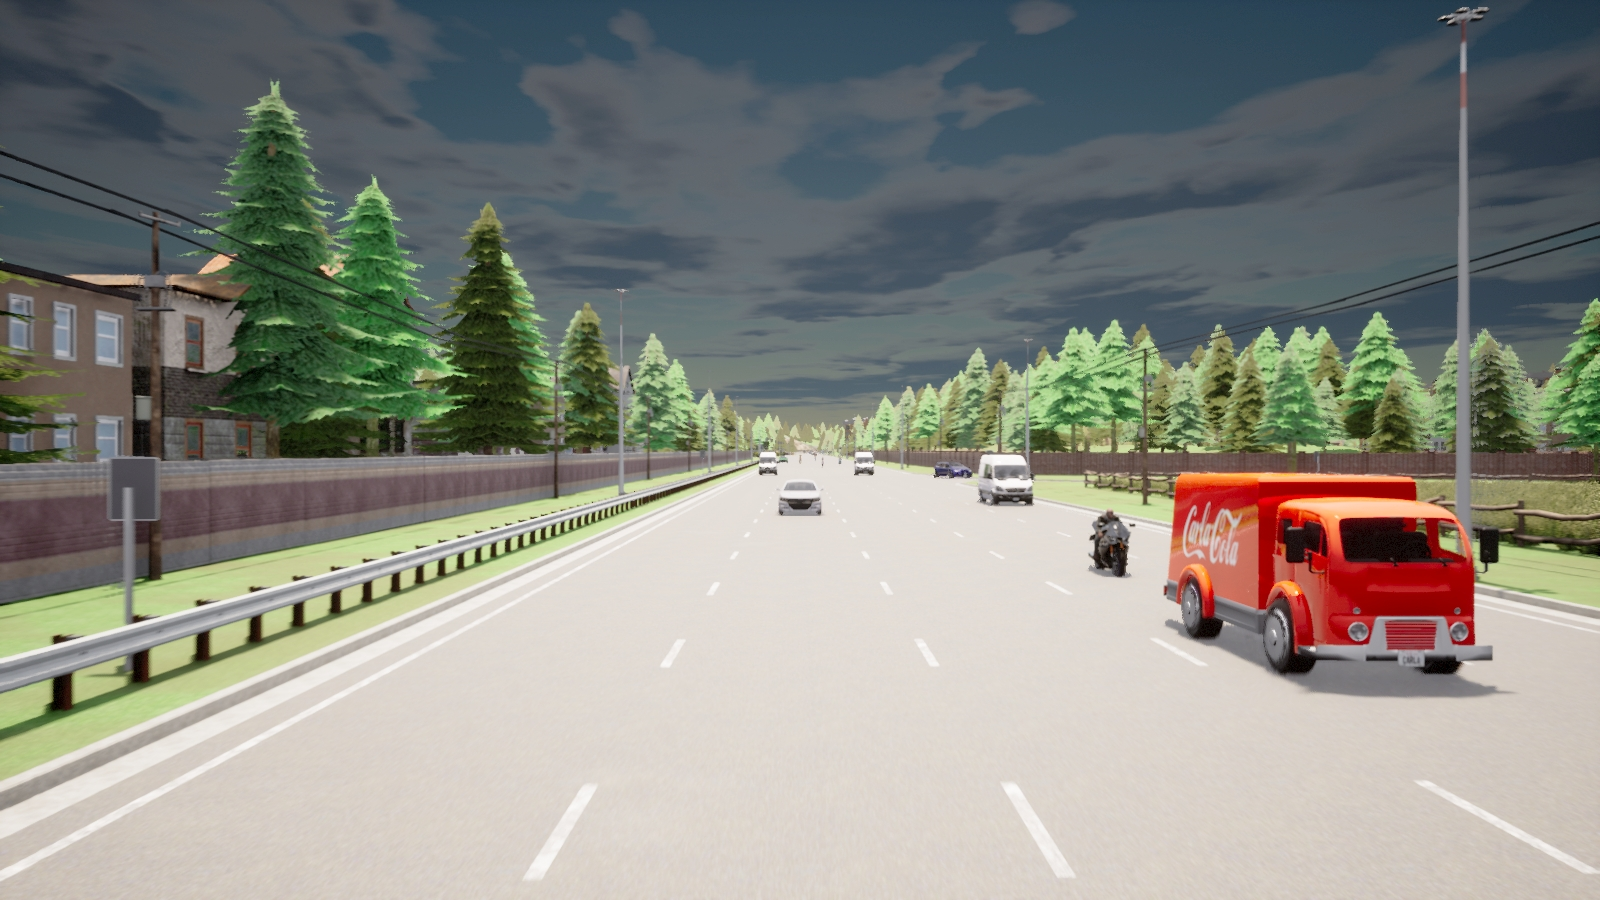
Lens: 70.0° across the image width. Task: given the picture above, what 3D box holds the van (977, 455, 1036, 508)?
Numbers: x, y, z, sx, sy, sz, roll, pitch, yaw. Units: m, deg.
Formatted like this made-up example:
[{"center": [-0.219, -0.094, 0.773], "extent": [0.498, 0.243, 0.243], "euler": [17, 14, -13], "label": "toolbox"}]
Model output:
[{"center": [10.501, 1.534, 58.532], "extent": [1.988, 2.561, 5.915], "euler": [0, 0, 0], "label": "van"}]

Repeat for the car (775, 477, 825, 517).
[{"center": [0.005, 2.034, 50.174], "extent": [2.097, 1.535, 5.006], "euler": [0, 0, 0], "label": "car"}]

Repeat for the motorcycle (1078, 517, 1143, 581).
[{"center": [7.002, 2.205, 25.871], "extent": [0.867, 1.251, 2.209], "euler": [0, 0, 0], "label": "motorcycle"}]

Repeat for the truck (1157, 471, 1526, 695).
[{"center": [7.011, 1.568, 15.689], "extent": [2.627, 2.467, 5.204], "euler": [0, 0, 0], "label": "truck"}]
